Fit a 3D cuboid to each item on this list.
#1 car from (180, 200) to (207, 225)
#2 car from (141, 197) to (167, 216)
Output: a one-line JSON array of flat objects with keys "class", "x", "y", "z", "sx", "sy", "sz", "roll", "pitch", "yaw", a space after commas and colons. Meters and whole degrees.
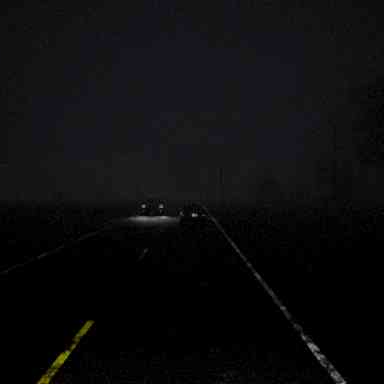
[{"class": "car", "x": 0.094, "y": 1.516, "z": 23.576, "sx": 2.033, "sy": 1.411, "sz": 5.357, "roll": 0, "pitch": 0, "yaw": 0}, {"class": "car", "x": -3.595, "y": 1.308, "z": 32.051, "sx": 2.097, "sy": 1.767, "sz": 4.553, "roll": 0, "pitch": 0, "yaw": 0}]
